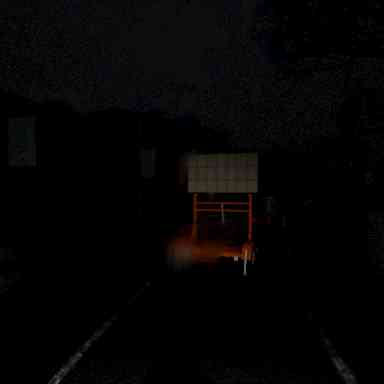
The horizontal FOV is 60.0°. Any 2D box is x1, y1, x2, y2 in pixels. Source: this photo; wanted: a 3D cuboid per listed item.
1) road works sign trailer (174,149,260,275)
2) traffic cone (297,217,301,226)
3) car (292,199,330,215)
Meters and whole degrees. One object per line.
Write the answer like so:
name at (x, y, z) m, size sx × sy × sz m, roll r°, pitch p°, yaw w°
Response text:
road works sign trailer at (1.012, 0.461, 10.684) m, size 2.380 × 3.560 × 2.880 m, roll 0°, pitch 0°, yaw 21°
traffic cone at (7.175, 1.984, 22.225) m, size 0.340 × 0.580 × 0.340 m, roll 1°, pitch 0°, yaw 21°
car at (12.244, 1.504, 34.112) m, size 5.008 × 1.535 × 1.882 m, roll 0°, pitch 0°, yaw -39°
